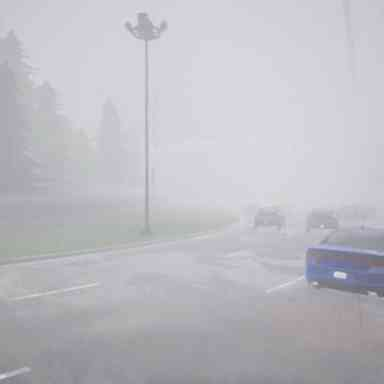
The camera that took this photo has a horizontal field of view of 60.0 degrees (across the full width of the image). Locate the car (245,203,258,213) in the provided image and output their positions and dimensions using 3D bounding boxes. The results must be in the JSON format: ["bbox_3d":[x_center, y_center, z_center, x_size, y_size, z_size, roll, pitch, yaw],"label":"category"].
[{"bbox_3d":[8.492,2.196,46.353,1.812,1.442,4.674,0,-1,4],"label":"car"}]

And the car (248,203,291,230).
[{"bbox_3d":[5.755,1.840,24.309,2.128,1.511,4.902,0,-1,20],"label":"car"}]

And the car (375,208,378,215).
[{"bbox_3d":[18.243,1.988,35.829,1.812,1.442,4.674,0,-1,5],"label":"car"}]

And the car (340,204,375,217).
[{"bbox_3d":[14.477,1.951,30.836,2.033,1.411,5.357,0,-1,5],"label":"car"}]

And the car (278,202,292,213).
[{"bbox_3d":[11.855,2.097,44.120,1.882,1.535,5.008,0,-1,4],"label":"car"}]

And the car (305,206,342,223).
[{"bbox_3d":[8.599,1.803,21.959,1.837,1.490,4.892,0,-1,22],"label":"car"}]

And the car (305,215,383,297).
[{"bbox_3d":[4.721,1.593,8.748,1.882,1.535,5.008,0,-1,42],"label":"car"}]
